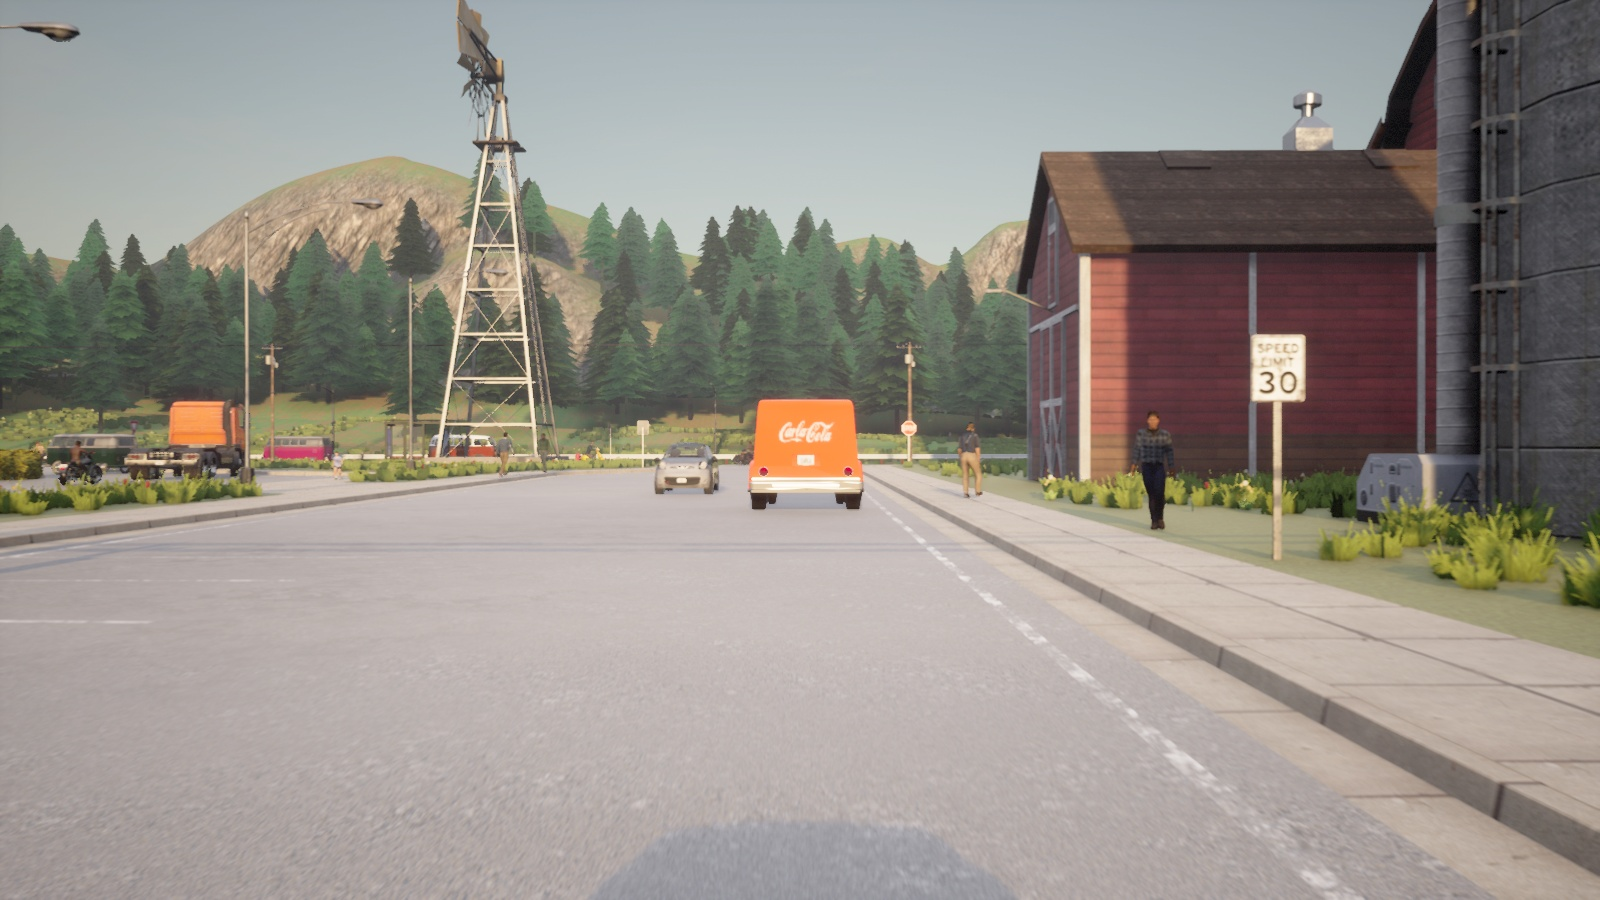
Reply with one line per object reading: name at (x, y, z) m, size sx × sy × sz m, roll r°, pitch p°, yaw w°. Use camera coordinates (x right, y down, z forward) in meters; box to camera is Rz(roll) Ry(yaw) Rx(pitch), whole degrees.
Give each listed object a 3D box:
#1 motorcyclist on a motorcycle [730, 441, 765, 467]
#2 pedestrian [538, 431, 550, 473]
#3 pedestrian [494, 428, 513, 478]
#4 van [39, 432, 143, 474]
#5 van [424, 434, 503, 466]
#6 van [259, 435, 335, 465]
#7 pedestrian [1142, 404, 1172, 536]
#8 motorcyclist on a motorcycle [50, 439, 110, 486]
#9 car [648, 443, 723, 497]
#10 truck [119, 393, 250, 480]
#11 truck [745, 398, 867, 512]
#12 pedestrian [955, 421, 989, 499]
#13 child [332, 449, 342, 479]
motorcyclist on a motorcycle at (-3.459, 0.231, 82.141) m, size 2.350 × 1.649 × 0.766 m, roll 0°, pitch 2°, yaw 39°
pedestrian at (-11.302, 0.080, 55.446) m, size 0.353 × 1.847 × 0.614 m, roll 0°, pitch 0°, yaw 1°
pedestrian at (-11.578, 0.116, 49.072) m, size 0.423 × 1.949 × 0.788 m, roll 0°, pitch 0°, yaw 10°
van at (-34.601, 0.126, 61.323) m, size 4.442 × 1.987 × 1.775 m, roll 0°, pitch 0°, yaw 15°
van at (-21.495, -0.001, 80.404) m, size 4.480 × 2.038 × 2.069 m, roll 0°, pitch 0°, yaw 1°
van at (-33.693, -0.002, 84.176) m, size 4.442 × 1.987 × 1.775 m, roll 0°, pitch 0°, yaw 1°
pedestrian at (5.386, 0.296, 18.946) m, size 0.423 × 1.949 × 0.788 m, roll 0°, pitch 0°, yaw 15°
motorcyclist on a motorcycle at (-25.671, 0.423, 44.813) m, size 0.766 × 1.649 × 2.350 m, roll 0°, pitch 0°, yaw 1°
car at (-3.320, 0.549, 36.975) m, size 1.845 × 1.501 × 3.633 m, roll 0°, pitch 0°, yaw 0°
truck at (-26.186, -0.560, 53.854) m, size 2.891 × 3.462 × 7.936 m, roll 0°, pitch 0°, yaw -10°
truck at (0.147, 0.093, 29.624) m, size 2.627 × 2.467 × 5.204 m, roll 0°, pitch 0°, yaw 0°
pedestrian at (4.123, 0.236, 30.068) m, size 0.540 × 1.848 × 0.694 m, roll 0°, pitch 0°, yaw 34°
child at (-16.992, 0.504, 46.063) m, size 0.255 × 1.110 × 0.394 m, roll 0°, pitch 0°, yaw -5°
